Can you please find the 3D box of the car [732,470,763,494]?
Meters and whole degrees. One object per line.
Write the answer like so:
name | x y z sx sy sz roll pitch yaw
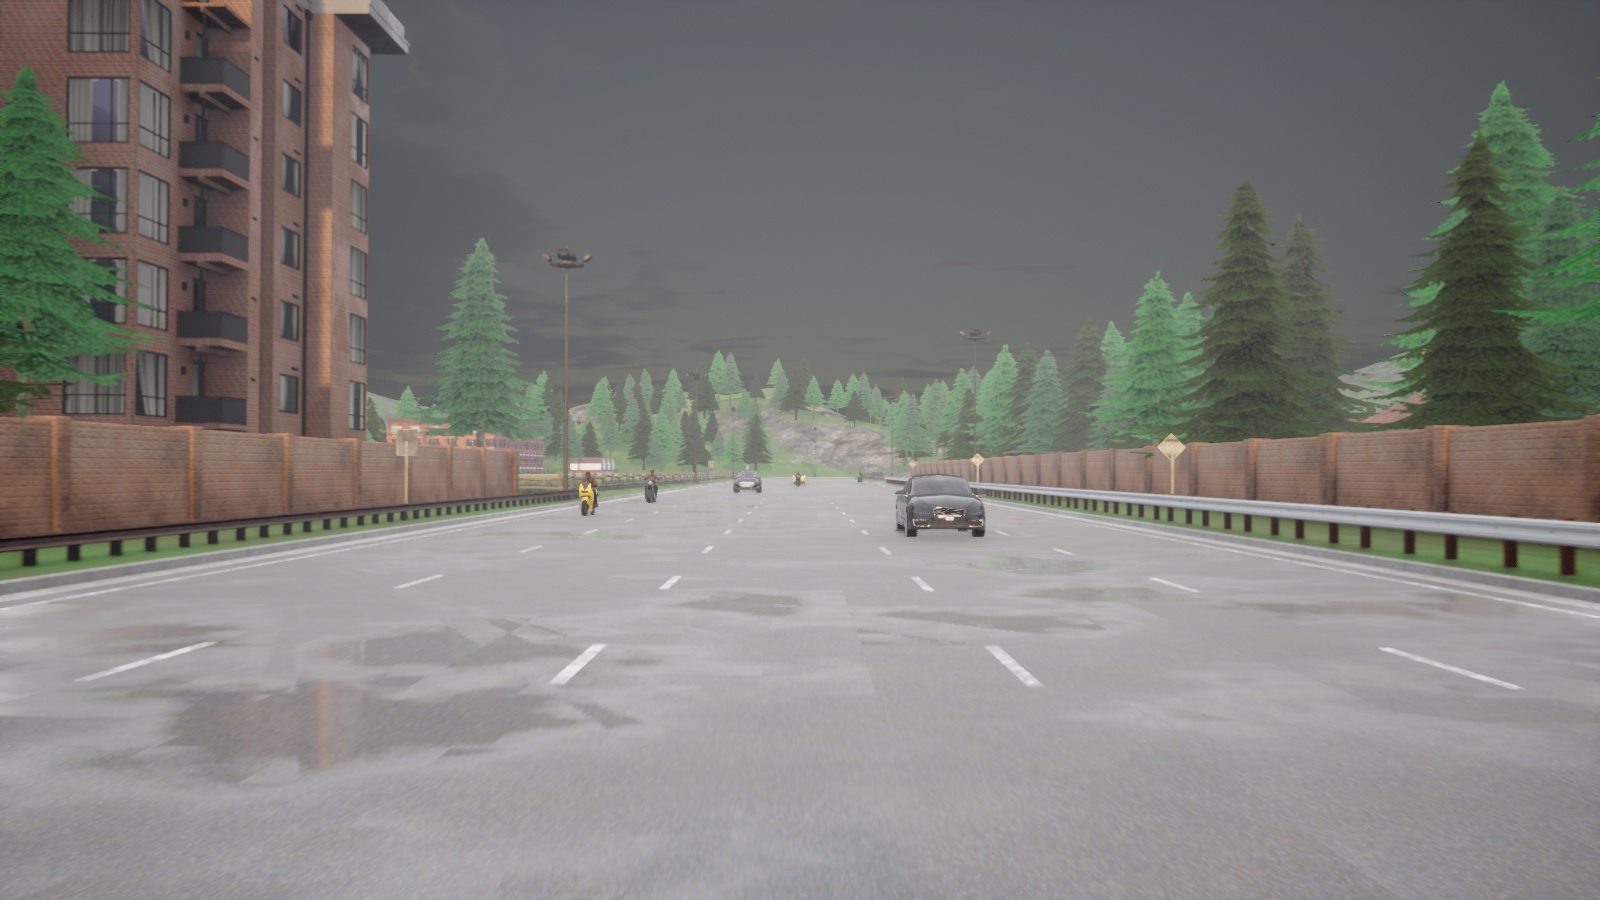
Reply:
car | -3.719 2.265 90.041 2.033 1.649 4.856 0 -1 0

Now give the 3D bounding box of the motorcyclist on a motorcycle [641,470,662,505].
motorcyclist on a motorcycle | -7.147 1.806 60.548 0.766 1.649 2.350 0 -1 0

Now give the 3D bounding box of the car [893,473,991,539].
car | 3.424 1.326 31.089 1.837 1.490 4.892 0 -1 0

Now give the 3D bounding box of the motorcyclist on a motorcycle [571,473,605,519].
motorcyclist on a motorcycle | -7.103 1.531 42.218 0.797 1.523 2.044 0 -1 0
